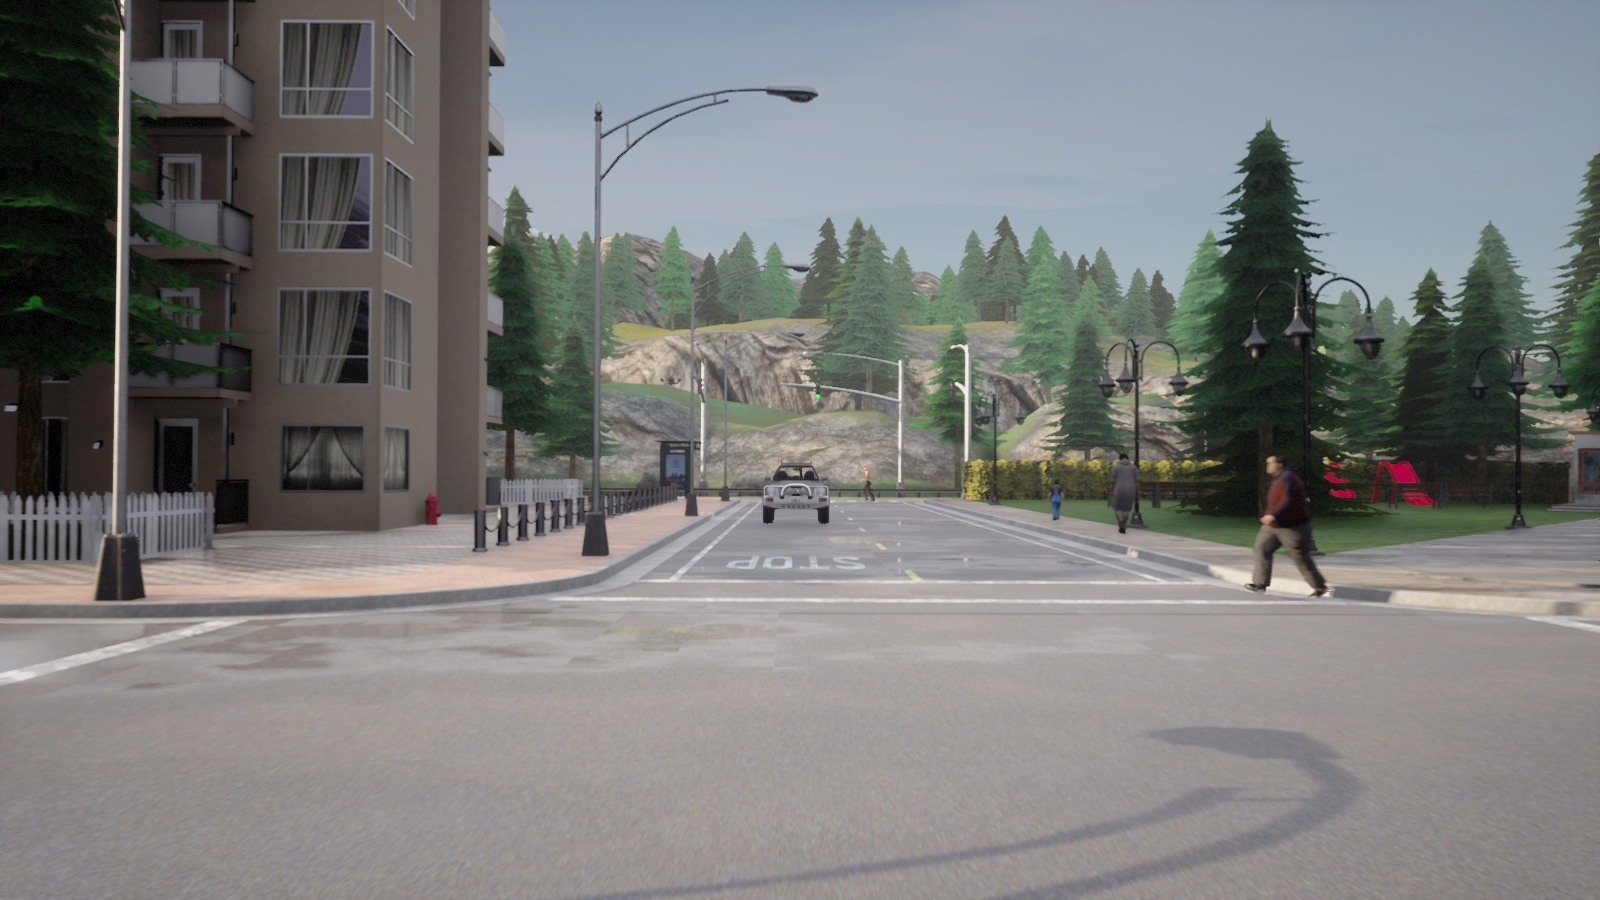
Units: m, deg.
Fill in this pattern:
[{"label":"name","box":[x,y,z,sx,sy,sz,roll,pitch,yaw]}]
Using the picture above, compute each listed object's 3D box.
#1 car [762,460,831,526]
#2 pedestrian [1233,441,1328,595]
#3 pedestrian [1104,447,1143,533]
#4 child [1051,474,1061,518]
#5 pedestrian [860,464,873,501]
[{"label":"car","box":[-0.102,1.246,37.645,1.932,1.855,4.605,0,-1,0]},{"label":"pedestrian","box":[5.867,0.817,15.370,0.899,1.844,0.634,0,-1,0]},{"label":"pedestrian","box":[7.403,0.907,28.752,0.659,1.952,0.873,0,-1,-1]},{"label":"child","box":[7.409,1.318,36.330,0.270,1.263,0.437,0,-1,9]},{"label":"pedestrian","box":[3.319,1.627,62.747,0.594,1.836,0.345,0,-1,0]}]
